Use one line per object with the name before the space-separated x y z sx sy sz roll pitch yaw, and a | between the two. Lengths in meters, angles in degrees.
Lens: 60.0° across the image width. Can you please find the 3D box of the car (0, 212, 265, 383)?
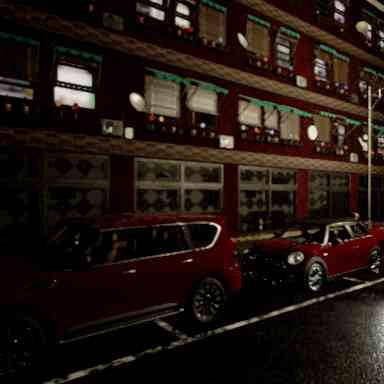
car | -1.372 1.321 5.578 5.009 1.841 2.192 0 0 -35

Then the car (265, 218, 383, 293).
car | 3.215 1.459 8.851 4.097 1.590 1.967 0 0 -35
